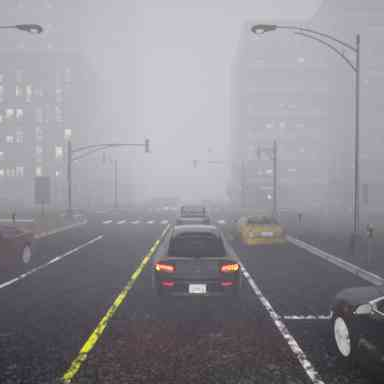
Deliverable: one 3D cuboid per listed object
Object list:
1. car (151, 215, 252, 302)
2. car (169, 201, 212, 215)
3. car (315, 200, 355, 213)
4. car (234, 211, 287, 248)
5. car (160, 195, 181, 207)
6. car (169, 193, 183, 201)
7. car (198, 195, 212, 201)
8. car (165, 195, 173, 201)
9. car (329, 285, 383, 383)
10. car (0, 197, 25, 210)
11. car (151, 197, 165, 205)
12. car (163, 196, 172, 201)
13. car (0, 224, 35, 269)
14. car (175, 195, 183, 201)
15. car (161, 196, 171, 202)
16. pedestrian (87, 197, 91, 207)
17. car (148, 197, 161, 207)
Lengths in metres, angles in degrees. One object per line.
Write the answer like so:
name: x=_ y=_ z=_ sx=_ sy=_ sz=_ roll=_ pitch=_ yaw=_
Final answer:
car: x=0.083 y=1.523 z=8.110 sx=1.812 sy=1.442 sz=4.674 roll=0 pitch=0 yaw=0
car: x=0.053 y=1.485 z=18.184 sx=2.128 sy=1.511 sz=4.902 roll=0 pitch=0 yaw=0
car: x=16.238 y=1.620 z=37.553 sx=4.403 sy=1.369 sz=2.008 roll=0 pitch=0 yaw=1
car: x=2.778 y=1.520 z=14.562 sx=1.752 sy=1.417 sz=4.829 roll=-1 pitch=0 yaw=0
car: x=-3.194 y=1.533 z=50.397 sx=2.033 sy=1.411 sz=5.357 roll=0 pitch=0 yaw=0
car: x=-3.169 y=1.475 z=65.475 sx=2.128 sy=1.511 sz=4.902 roll=0 pitch=0 yaw=0
car: x=2.560 y=1.535 z=58.001 sx=2.008 sy=1.369 sz=4.403 roll=-1 pitch=0 yaw=0
car: x=-5.877 y=1.524 z=86.257 sx=1.887 sy=1.381 sz=4.507 roll=-1 pitch=0 yaw=0
car: x=2.802 y=1.550 z=3.103 sx=2.008 sy=1.369 sz=4.403 roll=-1 pitch=0 yaw=0
car: x=-21.738 y=1.273 z=37.973 sx=4.829 sy=1.417 sz=1.752 roll=0 pitch=0 yaw=1
car: x=-5.820 y=1.550 z=57.984 sx=1.947 sy=1.339 sz=4.313 roll=-1 pitch=0 yaw=0
car: x=-5.865 y=1.562 z=80.602 sx=1.802 sy=1.307 sz=4.206 roll=-1 pitch=0 yaw=0
car: x=-5.849 y=1.542 z=8.788 sx=1.887 sy=1.381 sz=4.507 roll=-1 pitch=0 yaw=0
car: x=-3.161 y=1.464 z=80.060 sx=1.837 sy=1.490 sz=4.892 roll=0 pitch=0 yaw=0
car: x=-5.854 y=1.526 z=74.947 sx=1.887 sy=1.381 sz=4.507 roll=-1 pitch=0 yaw=0
pedestrian: x=-12.631 y=1.197 z=40.838 sx=0.375 sy=1.300 sz=0.375 roll=0 pitch=0 yaw=1
car: x=-5.808 y=1.511 z=52.160 sx=1.752 sy=1.417 sz=4.829 roll=-1 pitch=0 yaw=0
